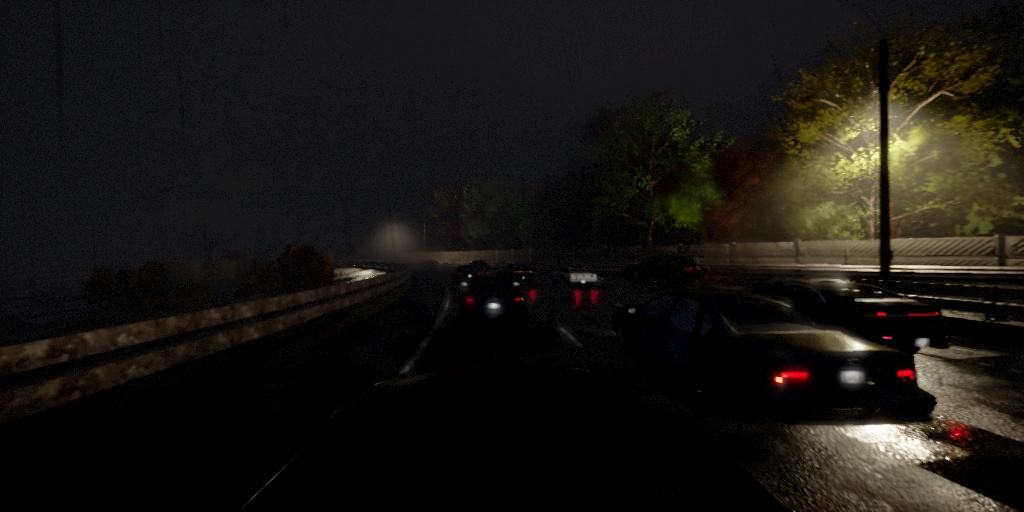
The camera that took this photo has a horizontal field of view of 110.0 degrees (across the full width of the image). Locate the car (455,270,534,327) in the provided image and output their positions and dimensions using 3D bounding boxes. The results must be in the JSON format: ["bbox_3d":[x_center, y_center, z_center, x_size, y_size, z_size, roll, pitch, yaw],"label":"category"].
[{"bbox_3d":[-0.676,1.342,11.761,1.994,1.385,4.181,0,0,-6],"label":"car"}]

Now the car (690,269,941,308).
[{"bbox_3d":[6.667,1.231,8.395,2.128,1.511,4.902,0,0,-4],"label":"car"}]

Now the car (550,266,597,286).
[{"bbox_3d":[4.200,1.395,25.559,1.895,1.301,4.718,0,0,-12],"label":"car"}]

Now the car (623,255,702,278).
[{"bbox_3d":[10.792,0.975,26.011,2.150,2.045,5.566,0,0,-37],"label":"car"}]

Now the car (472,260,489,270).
[{"bbox_3d":[-4.888,1.374,51.134,1.837,1.490,4.892,0,0,-27],"label":"car"}]

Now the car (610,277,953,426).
[{"bbox_3d":[3.372,1.295,6.176,2.033,1.411,5.357,0,0,-3],"label":"car"}]

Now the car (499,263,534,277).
[{"bbox_3d":[0.217,1.306,27.040,2.128,1.511,4.902,0,0,-14],"label":"car"}]

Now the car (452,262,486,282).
[{"bbox_3d":[-3.484,1.394,27.448,1.994,1.385,4.181,0,0,-14],"label":"car"}]
